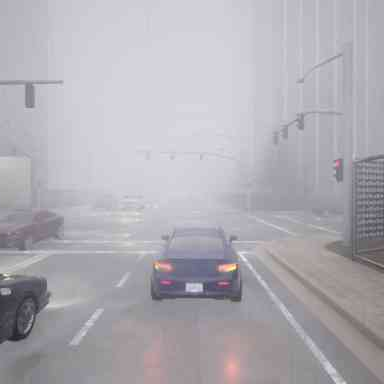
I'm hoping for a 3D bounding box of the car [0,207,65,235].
[{"bbox_3d":[-7.095,1.457,14.168,1.882,1.535,5.008,0,1,0],"label":"car"}]

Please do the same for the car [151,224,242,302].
[{"bbox_3d":[0.160,1.526,8.182,1.812,1.442,4.674,0,0,3],"label":"car"}]

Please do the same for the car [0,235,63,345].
[{"bbox_3d":[-3.443,1.547,3.464,2.033,1.411,5.357,0,0,1],"label":"car"}]

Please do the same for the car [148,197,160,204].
[{"bbox_3d":[-7.043,1.601,60.609,1.895,1.301,4.718,0,0,0],"label":"car"}]

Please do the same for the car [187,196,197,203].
[{"bbox_3d":[0.020,1.547,66.914,2.033,1.411,5.357,0,0,0],"label":"car"}]

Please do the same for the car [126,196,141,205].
[{"bbox_3d":[-10.547,1.525,59.977,1.812,1.442,4.674,0,0,0],"label":"car"}]

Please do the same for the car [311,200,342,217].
[{"bbox_3d":[13.275,1.422,29.741,5.008,1.535,1.882,0,0,0],"label":"car"}]

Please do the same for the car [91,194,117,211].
[{"bbox_3d":[-10.592,1.222,40.768,2.150,2.045,5.566,0,0,0],"label":"car"}]

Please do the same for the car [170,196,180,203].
[{"bbox_3d":[-3.480,1.547,66.915,2.033,1.411,5.357,0,0,0],"label":"car"}]

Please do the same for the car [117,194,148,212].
[{"bbox_3d":[-7.067,1.221,39.903,2.150,2.045,5.566,0,0,-1],"label":"car"}]
